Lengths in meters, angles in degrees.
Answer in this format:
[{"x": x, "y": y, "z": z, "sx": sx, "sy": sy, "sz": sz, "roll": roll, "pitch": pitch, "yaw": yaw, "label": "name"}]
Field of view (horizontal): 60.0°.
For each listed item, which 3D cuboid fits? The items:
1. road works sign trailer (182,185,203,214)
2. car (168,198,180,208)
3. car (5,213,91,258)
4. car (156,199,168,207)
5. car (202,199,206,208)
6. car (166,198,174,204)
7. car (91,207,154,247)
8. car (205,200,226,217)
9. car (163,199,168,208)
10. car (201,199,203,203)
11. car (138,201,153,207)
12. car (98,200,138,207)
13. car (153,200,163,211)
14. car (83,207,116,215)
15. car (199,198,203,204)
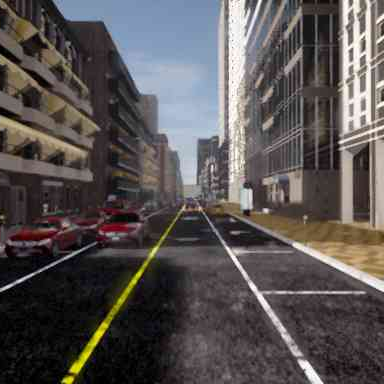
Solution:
[{"x": -0.019, "y": 0.864, "z": 41.739, "sx": 2.380, "sy": 3.560, "sz": 2.880, "roll": 0, "pitch": -1, "yaw": 0, "label": "road works sign trailer"}, {"x": -3.079, "y": 2.063, "z": 59.146, "sx": 2.128, "sy": 1.511, "sz": 4.902, "roll": 0, "pitch": -1, "yaw": 0, "label": "car"}, {"x": -5.697, "y": 1.707, "z": 13.326, "sx": 1.802, "sy": 1.307, "sz": 4.206, "roll": 0, "pitch": -1, "yaw": 0, "label": "car"}, {"x": -5.720, "y": 2.145, "z": 63.992, "sx": 1.752, "sy": 1.417, "sz": 4.829, "roll": 0, "pitch": -1, "yaw": 0, "label": "car"}, {"x": 2.671, "y": 1.838, "z": 41.572, "sx": 1.967, "sy": 1.590, "sz": 4.097, "roll": 0, "pitch": -1, "yaw": 0, "label": "car"}, {"x": -5.730, "y": 2.295, "z": 86.755, "sx": 1.967, "sy": 1.590, "sz": 4.097, "roll": 0, "pitch": -1, "yaw": 0, "label": "car"}, {"x": -3.109, "y": 1.675, "z": 15.906, "sx": 1.812, "sy": 1.442, "sz": 4.674, "roll": 0, "pitch": -1, "yaw": 0, "label": "car"}, {"x": 2.673, "y": 1.870, "z": 36.094, "sx": 1.752, "sy": 1.417, "sz": 4.829, "roll": 0, "pitch": -1, "yaw": 0, "label": "car"}, {"x": -5.718, "y": 2.131, "z": 58.512, "sx": 1.947, "sy": 1.339, "sz": 4.313, "roll": 0, "pitch": -1, "yaw": 0, "label": "car"}, {"x": 2.668, "y": 2.004, "z": 47.220, "sx": 2.008, "sy": 1.369, "sz": 4.403, "roll": 0, "pitch": -1, "yaw": 0, "label": "car"}, {"x": -5.707, "y": 1.783, "z": 35.921, "sx": 1.967, "sy": 1.590, "sz": 4.097, "roll": 0, "pitch": -1, "yaw": 0, "label": "car"}, {"x": -5.703, "y": 1.549, "z": 24.625, "sx": 2.192, "sy": 1.841, "sz": 5.009, "roll": 0, "pitch": -1, "yaw": 0, "label": "car"}, {"x": -5.712, "y": 2.003, "z": 47.216, "sx": 2.008, "sy": 1.369, "sz": 4.403, "roll": 0, "pitch": -1, "yaw": 0, "label": "car"}, {"x": -5.700, "y": 1.761, "z": 18.974, "sx": 1.802, "sy": 1.307, "sz": 4.206, "roll": 0, "pitch": -1, "yaw": 0, "label": "car"}, {"x": 2.664, "y": 2.131, "z": 58.516, "sx": 1.947, "sy": 1.339, "sz": 4.313, "roll": 0, "pitch": -1, "yaw": 0, "label": "car"}]
